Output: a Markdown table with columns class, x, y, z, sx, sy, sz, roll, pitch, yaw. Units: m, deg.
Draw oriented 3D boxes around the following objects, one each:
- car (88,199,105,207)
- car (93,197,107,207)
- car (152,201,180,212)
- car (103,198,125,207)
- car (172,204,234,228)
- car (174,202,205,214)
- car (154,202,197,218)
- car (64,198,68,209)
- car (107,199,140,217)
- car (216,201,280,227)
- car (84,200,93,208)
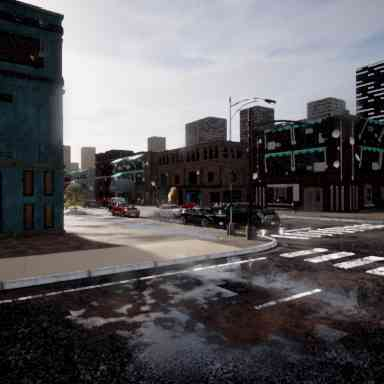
| class | x | y | z | sx | sy | sz | roll | pitch | yaw |
| --- | --- | --- | --- | --- | --- | --- | --- | --- | --- |
| car | -19.569 | 2.227 | 67.905 | 1.887 | 1.381 | 4.507 | -1 | 0 | -35 |
| car | -16.373 | 1.939 | 63.390 | 2.192 | 1.841 | 5.009 | -1 | 0 | -35 |
| car | -3.560 | 1.965 | 45.329 | 1.802 | 1.307 | 4.206 | -2 | 0 | -35 |
| car | -9.732 | 1.974 | 44.066 | 1.837 | 1.490 | 4.892 | -1 | 0 | -35 |
| car | 0.732 | 1.814 | 24.575 | 1.947 | 1.339 | 4.313 | -2 | 0 | -35 |
| car | -0.360 | 1.903 | 40.814 | 1.802 | 1.307 | 4.206 | -2 | 0 | -35 |
| car | -1.898 | 1.918 | 32.987 | 1.895 | 1.301 | 4.718 | -1 | 0 | -35 |
| car | -23.105 | 2.232 | 58.403 | 1.752 | 1.417 | 4.829 | -1 | 0 | -35 |
| car | -7.198 | 1.846 | 35.965 | 1.967 | 1.590 | 4.097 | -1 | 0 | -35 |
| car | 4.209 | 1.547 | 24.257 | 2.097 | 1.767 | 4.553 | -1 | 0 | -34 |
| car | -19.309 | 2.229 | 63.075 | 1.994 | 1.385 | 4.181 | -1 | 0 | -35 |
